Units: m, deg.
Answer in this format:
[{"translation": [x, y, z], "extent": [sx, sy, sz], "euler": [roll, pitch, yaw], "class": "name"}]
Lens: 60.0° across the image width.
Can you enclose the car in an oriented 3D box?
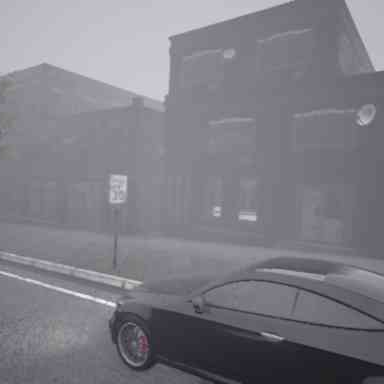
[{"translation": [1.030, 1.534, 4.008], "extent": [4.674, 1.442, 1.812], "euler": [0, 0, 35], "class": "car"}]
